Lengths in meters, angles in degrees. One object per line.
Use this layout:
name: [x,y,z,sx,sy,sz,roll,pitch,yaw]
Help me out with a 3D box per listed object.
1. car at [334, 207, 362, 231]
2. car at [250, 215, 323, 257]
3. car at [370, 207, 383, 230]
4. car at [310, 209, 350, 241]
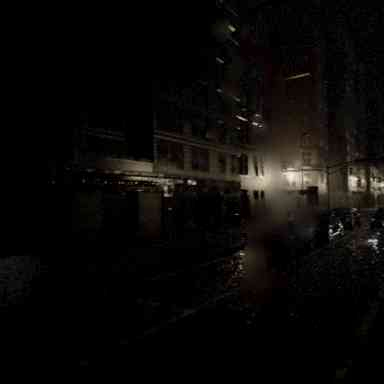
car: [10.472,1.806,23.151,1.967,1.590,4.097,-2,-2,36]
car: [3.977,1.852,14.210,1.802,1.307,4.206,-2,-2,36]
car: [13.526,1.800,22.816,2.128,1.511,4.902,-2,-2,36]
car: [7.226,1.884,18.679,1.947,1.339,4.313,-2,-2,36]
